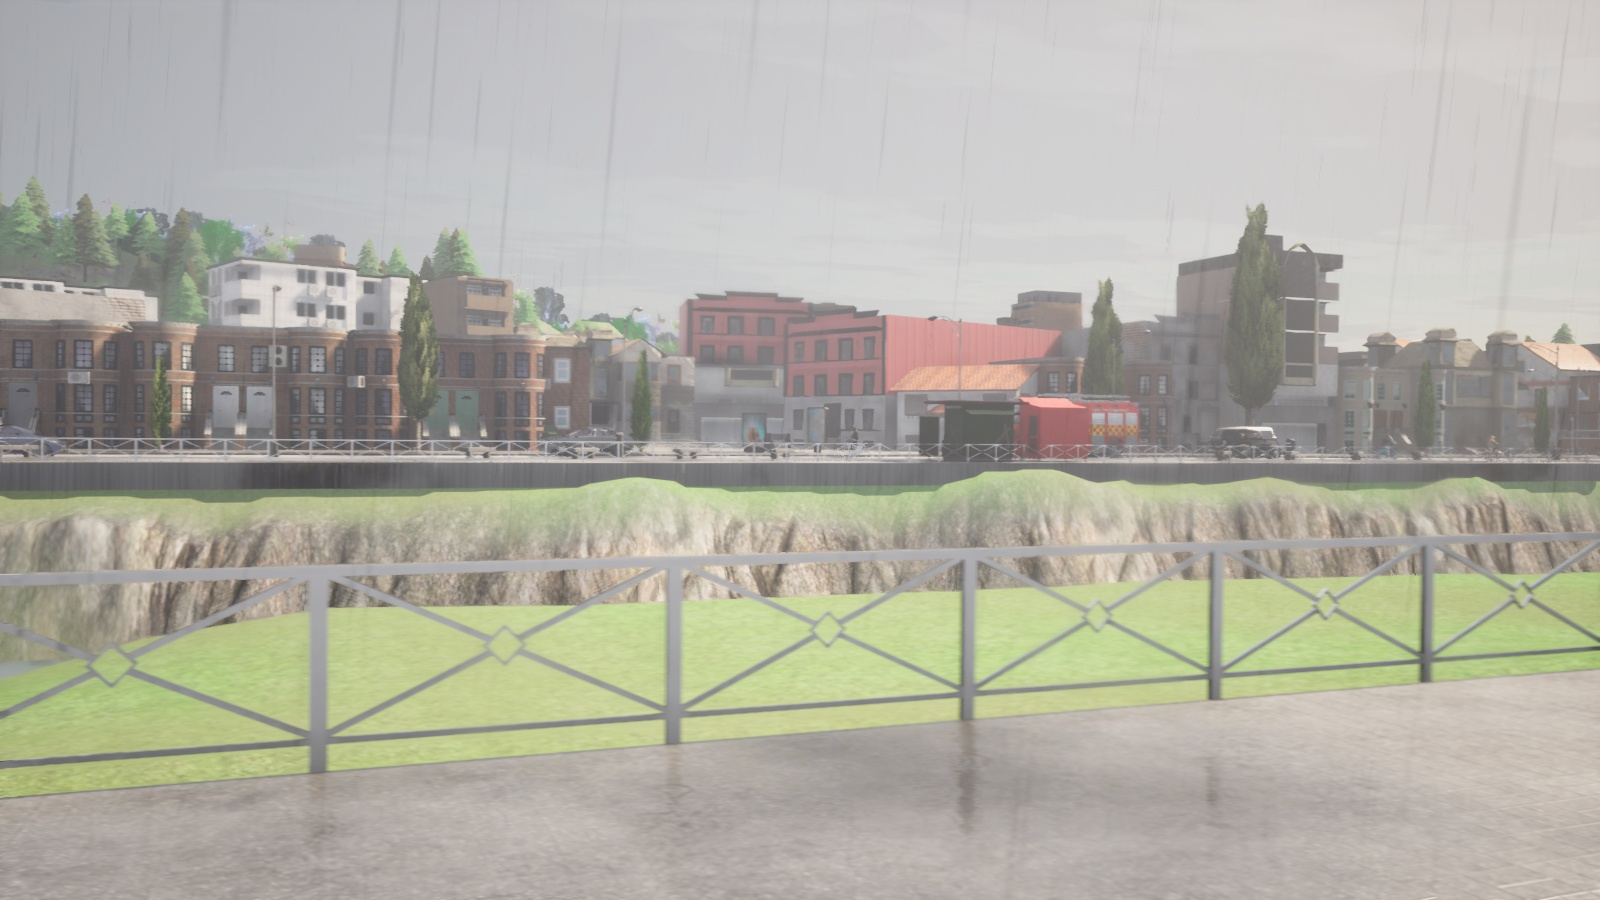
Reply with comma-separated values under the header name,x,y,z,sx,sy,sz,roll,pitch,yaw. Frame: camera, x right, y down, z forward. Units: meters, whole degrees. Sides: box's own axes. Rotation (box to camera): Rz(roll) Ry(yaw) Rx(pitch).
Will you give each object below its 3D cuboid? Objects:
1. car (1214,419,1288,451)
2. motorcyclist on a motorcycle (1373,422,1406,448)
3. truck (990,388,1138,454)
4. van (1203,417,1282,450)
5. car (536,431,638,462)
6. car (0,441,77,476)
name,x,y,z,sx,sy,sz,roll,pitch,yaw
car,27.232,-0.935,75.845,3.866,1.878,1.905,-1,1,-21
motorcyclist on a motorcycle,37.426,-0.951,79.725,1.817,1.590,0.866,-1,1,-21
truck,15.927,-1.773,75.806,8.468,3.827,2.891,-1,1,-20
van,28.403,-1.097,80.568,4.480,2.038,2.069,-1,1,-21
car,-11.128,-0.192,65.541,4.902,1.511,2.128,-1,1,-21
car,-33.056,0.358,52.925,4.181,1.385,1.994,-1,1,-21
